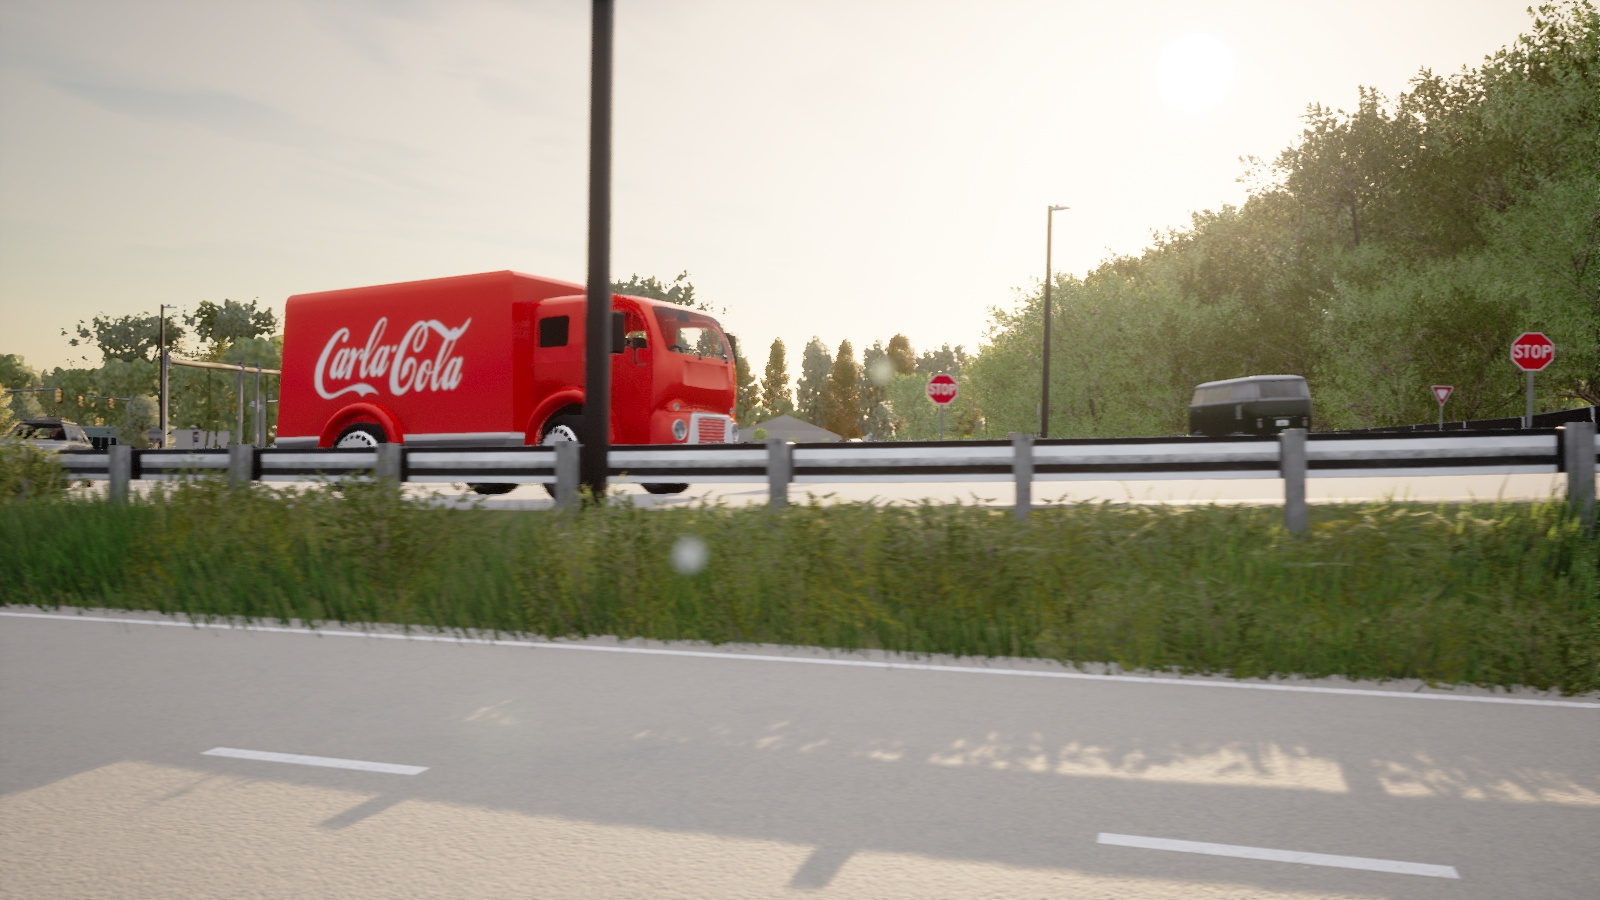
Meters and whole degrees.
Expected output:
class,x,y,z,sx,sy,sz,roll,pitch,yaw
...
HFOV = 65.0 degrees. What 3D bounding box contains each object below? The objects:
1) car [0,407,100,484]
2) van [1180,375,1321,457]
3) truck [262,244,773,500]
class,x,y,z,sx,sy,sz,roll,pitch,yaw
car,-19.721,-0.065,32.643,1.932,1.855,4.605,1,-1,-20
van,11.956,-0.842,33.668,1.775,1.987,4.442,-2,0,-5
truck,-3.229,-0.696,14.387,5.204,2.467,2.627,-1,-1,26
